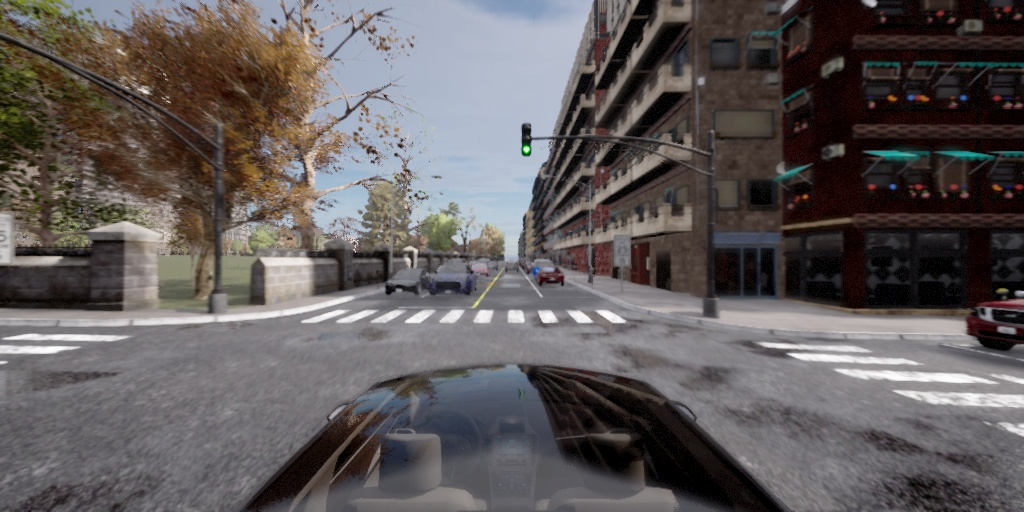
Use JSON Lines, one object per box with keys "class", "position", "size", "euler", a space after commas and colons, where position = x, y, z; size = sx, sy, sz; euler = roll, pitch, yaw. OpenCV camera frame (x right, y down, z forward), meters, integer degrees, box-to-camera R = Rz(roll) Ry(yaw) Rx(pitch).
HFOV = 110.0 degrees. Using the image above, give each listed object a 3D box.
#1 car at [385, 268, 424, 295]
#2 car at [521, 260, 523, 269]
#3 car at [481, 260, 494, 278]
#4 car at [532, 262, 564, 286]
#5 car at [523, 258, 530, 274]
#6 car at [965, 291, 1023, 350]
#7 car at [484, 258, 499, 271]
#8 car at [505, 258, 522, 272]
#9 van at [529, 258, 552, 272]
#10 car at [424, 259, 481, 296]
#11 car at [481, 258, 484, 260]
{"class": "car", "position": [-5.698, 1.379, 20.280], "size": [1.948, 1.339, 4.313], "euler": [0, 0, 0]}
{"class": "car", "position": [2.670, 1.479, 48.434], "size": [2.007, 1.370, 4.403], "euler": [0, 0, 0]}
{"class": "car", "position": [-3.107, 1.398, 35.496], "size": [1.812, 1.442, 4.674], "euler": [0, 0, 0]}
{"class": "car", "position": [2.680, 1.380, 25.913], "size": [1.888, 1.381, 4.507], "euler": [0, 0, 0]}
{"class": "car", "position": [2.673, 1.343, 42.804], "size": [1.967, 1.591, 4.097], "euler": [0, 0, 0]}
{"class": "car", "position": [13.446, 1.369, 7.946], "size": [5.009, 1.841, 2.192], "euler": [0, 0, -1]}
{"class": "car", "position": [-3.023, 1.459, 54.411], "size": [2.128, 1.511, 4.902], "euler": [0, 0, 0]}
{"class": "car", "position": [-0.021, 1.420, 48.584], "size": [2.128, 1.511, 4.902], "euler": [0, 0, 0]}
{"class": "van", "position": [2.678, 1.197, 31.544], "size": [1.690, 1.789, 3.998], "euler": [0, 0, 0]}
{"class": "car", "position": [-3.107, 1.164, 19.667], "size": [2.097, 1.767, 4.553], "euler": [0, 0, 0]}
{"class": "car", "position": [-5.713, 1.392, 54.061], "size": [1.967, 1.591, 4.097], "euler": [0, 0, 0]}
